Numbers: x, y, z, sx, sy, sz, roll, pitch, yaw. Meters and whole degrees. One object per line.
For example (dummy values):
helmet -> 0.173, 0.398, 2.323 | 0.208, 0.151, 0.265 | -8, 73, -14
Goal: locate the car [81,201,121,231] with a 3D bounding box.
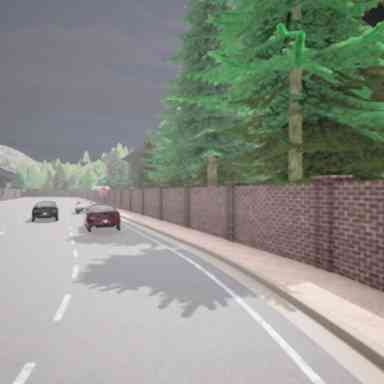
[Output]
car -> -5.673, 1.476, 20.737 | 1.882, 1.535, 5.008 | 0, 0, -21

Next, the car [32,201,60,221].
car -> -11.941, 1.487, 27.274 | 1.882, 1.535, 5.008 | 0, 0, -21

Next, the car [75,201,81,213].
car -> -11.849, 1.603, 36.692 | 1.895, 1.301, 4.718 | 0, 0, -21
